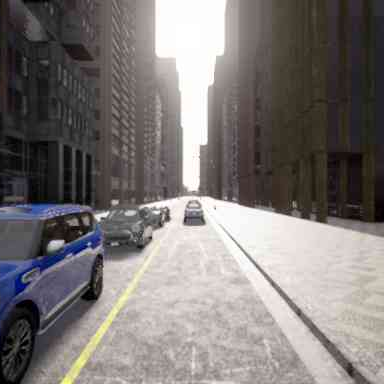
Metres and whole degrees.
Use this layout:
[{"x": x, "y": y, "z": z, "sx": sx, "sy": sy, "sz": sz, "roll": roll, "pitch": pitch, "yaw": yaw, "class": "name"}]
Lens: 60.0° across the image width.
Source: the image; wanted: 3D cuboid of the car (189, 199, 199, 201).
[{"x": 0.218, "y": 1.748, "z": 44.553, "sx": 2.097, "sy": 1.767, "sz": 4.553, "roll": 0, "pitch": -1, "yaw": 0, "class": "car"}]

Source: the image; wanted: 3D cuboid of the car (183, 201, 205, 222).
[{"x": 0.171, "y": 1.811, "z": 29.288, "sx": 2.033, "sy": 1.411, "sz": 5.357, "roll": 0, "pitch": 0, "yaw": 0, "class": "car"}]

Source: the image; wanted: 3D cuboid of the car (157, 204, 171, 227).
[{"x": -2.995, "y": 1.713, "z": 25.011, "sx": 2.128, "sy": 1.511, "sz": 4.902, "roll": 0, "pitch": -1, "yaw": 0, "class": "car"}]

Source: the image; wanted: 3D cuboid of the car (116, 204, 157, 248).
[{"x": -3.054, "y": 1.488, "z": 15.433, "sx": 2.097, "sy": 1.767, "sz": 4.553, "roll": 0, "pitch": -1, "yaw": 0, "class": "car"}]

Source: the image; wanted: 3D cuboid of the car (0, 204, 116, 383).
[{"x": -3.091, "y": 1.270, "z": 5.683, "sx": 2.150, "sy": 2.045, "sz": 5.566, "roll": 0, "pitch": -1, "yaw": 0, "class": "car"}]
